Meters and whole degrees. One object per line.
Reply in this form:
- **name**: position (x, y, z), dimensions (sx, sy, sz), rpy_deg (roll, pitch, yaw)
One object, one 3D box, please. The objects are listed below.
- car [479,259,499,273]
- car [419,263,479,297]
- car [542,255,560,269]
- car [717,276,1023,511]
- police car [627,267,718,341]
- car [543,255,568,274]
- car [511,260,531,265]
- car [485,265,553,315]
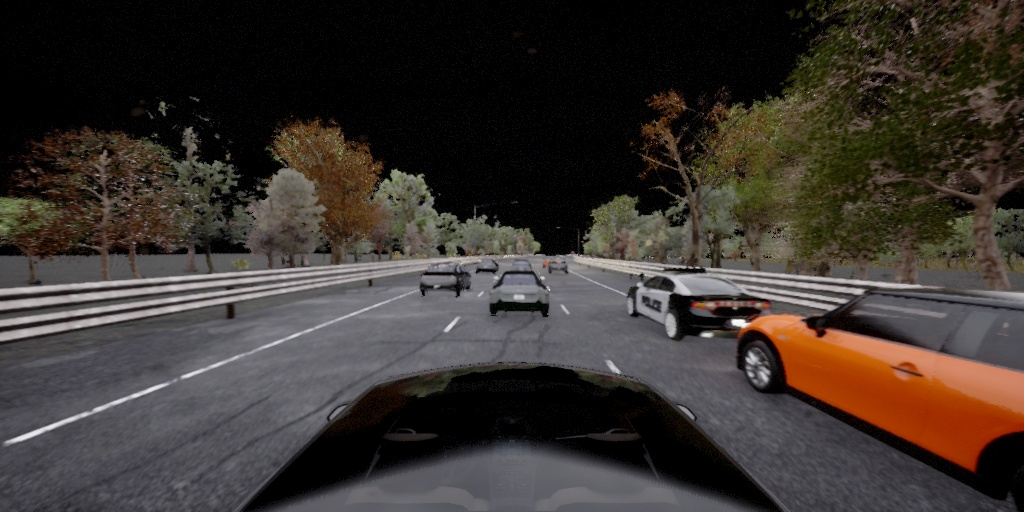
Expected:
- **car**: position (-2.414, 0.977, 36.290), dimensions (1.994, 1.385, 4.181), rpy_deg (0, 1, 3)
- **car**: position (-3.134, 1.075, 17.630), dimensions (2.128, 1.511, 4.902), rpy_deg (0, 1, 1)
- **car**: position (5.103, 0.703, 47.359), dimensions (2.097, 1.767, 4.553), rpy_deg (0, 0, 4)
- **car**: position (4.549, 1.101, 3.768), dimensions (2.097, 1.767, 4.553), rpy_deg (0, 1, 1)
- **police car**: position (4.627, 1.117, 9.833), dimensions (1.930, 1.638, 5.238), rpy_deg (0, 1, 1)
- **car**: position (4.535, 0.940, 36.029), dimensions (2.128, 1.511, 4.902), rpy_deg (0, 1, 3)
- **car**: position (0.810, 1.028, 30.549), dimensions (2.033, 1.411, 5.357), rpy_deg (0, 1, 2)
- **car**: position (0.258, 1.206, 12.949), dimensions (1.994, 1.385, 4.181), rpy_deg (0, 0, 1)
